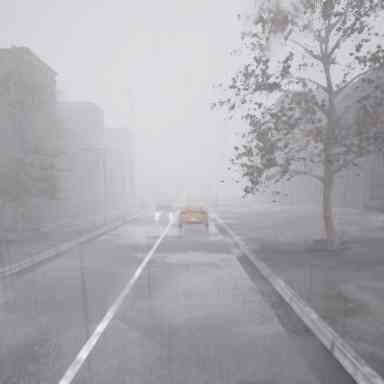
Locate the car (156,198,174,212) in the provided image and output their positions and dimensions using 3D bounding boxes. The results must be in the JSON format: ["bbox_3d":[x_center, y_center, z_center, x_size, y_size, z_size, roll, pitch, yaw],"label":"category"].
[{"bbox_3d":[-3.089,1.446,38.658,1.882,1.535,5.008,0,0,0],"label":"car"}]

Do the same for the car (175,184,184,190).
[{"bbox_3d":[-2.982,-1.065,79.095,2.097,1.767,4.553,0,4,2],"label":"car"}]

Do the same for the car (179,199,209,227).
[{"bbox_3d":[0.099,1.466,22.642,1.882,1.535,5.008,0,0,0],"label":"car"}]
